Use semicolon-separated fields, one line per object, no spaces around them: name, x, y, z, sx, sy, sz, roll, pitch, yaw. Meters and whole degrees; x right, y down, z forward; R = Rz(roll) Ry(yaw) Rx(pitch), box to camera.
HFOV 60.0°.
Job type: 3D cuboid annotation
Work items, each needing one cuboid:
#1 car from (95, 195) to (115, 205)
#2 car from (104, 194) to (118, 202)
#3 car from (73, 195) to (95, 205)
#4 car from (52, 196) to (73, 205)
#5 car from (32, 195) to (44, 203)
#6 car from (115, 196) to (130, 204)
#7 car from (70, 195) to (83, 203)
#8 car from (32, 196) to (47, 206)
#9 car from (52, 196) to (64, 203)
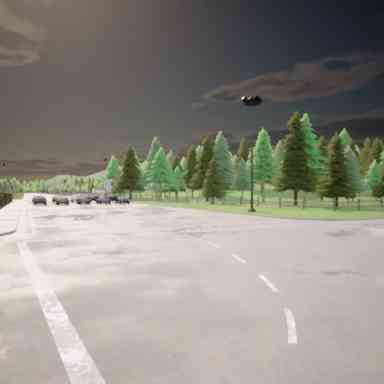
car;-16.153;1.486;60.597;2.128;1.511;4.902;0;0;-27
car;-17.133;1.303;70.364;1.882;1.535;5.008;0;0;-27
car;-19.281;1.486;59.029;2.128;1.511;4.902;0;0;-27
car;-22.410;1.487;57.460;2.128;1.511;4.902;0;0;-27
car;-29.649;1.381;64.089;1.994;1.385;4.181;0;0;-27
car;-13.037;1.594;62.193;1.895;1.301;4.718;0;0;-27
car;-23.391;1.351;67.226;1.812;1.442;4.674;0;0;-27
car;-25.699;1.502;56.346;1.837;1.490;4.892;0;0;-26
car;-26.533;1.423;65.685;1.895;1.301;4.718;0;0;-27
